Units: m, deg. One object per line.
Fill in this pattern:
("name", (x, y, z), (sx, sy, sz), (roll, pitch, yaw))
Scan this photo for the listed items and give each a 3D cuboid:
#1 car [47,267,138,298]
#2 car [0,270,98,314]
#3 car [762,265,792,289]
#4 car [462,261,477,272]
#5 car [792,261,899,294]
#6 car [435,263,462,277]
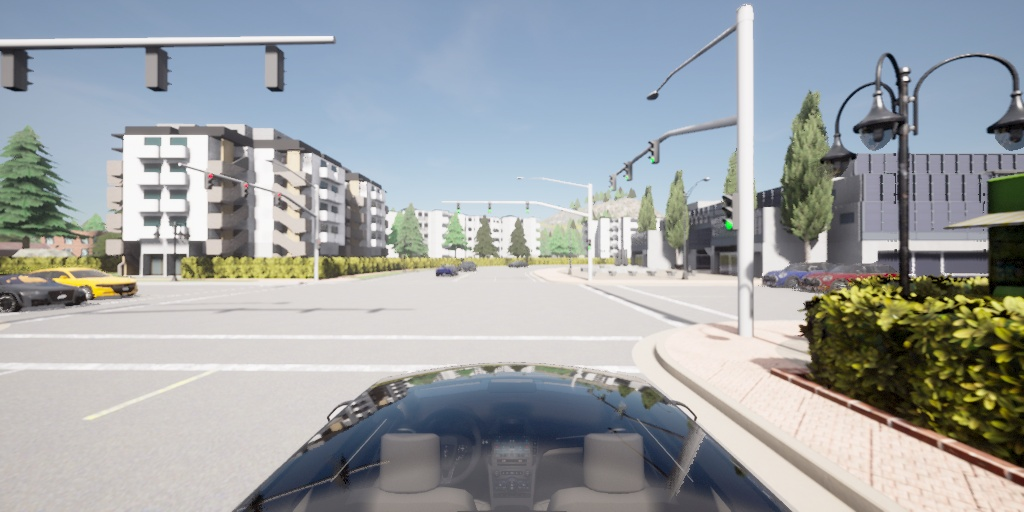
("car", (-21.111, 1.319, 17.344), (5.008, 1.535, 1.882), (0, 0, 1))
("car", (-19.234, 1.385, 13.795), (4.181, 1.385, 1.994), (0, 0, 2))
("car", (19.105, 1.229, 23.510), (4.553, 1.767, 2.097), (0, 0, 1))
("car", (-6.415, 1.542, 51.632), (1.837, 1.490, 4.892), (0, 1, 10))
("car", (18.869, 1.208, 20.015), (4.553, 1.767, 2.097), (0, 0, 1))
("car", (-6.994, 1.569, 38.902), (1.895, 1.301, 4.718), (0, 0, 0))
